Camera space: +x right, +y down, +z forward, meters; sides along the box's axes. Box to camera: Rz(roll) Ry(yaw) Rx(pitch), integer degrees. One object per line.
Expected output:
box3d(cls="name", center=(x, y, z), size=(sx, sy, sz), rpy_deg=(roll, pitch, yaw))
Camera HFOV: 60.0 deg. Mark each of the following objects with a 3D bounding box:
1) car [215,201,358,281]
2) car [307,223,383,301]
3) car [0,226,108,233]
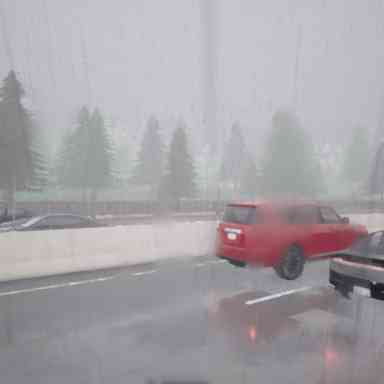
box3d(cls="car", center=(3.274, 1.290, 10.305), size=(5.566, 2.045, 2.150), rpy_deg=(1, 0, -34))
box3d(cls="car", center=(5.004, 1.557, 7.239), size=(4.902, 1.511, 2.128), rpy_deg=(1, 0, -34))
box3d(cls="car", center=(-5.544, 1.549, 12.881), size=(4.674, 1.442, 1.812), rpy_deg=(1, 0, -35))
